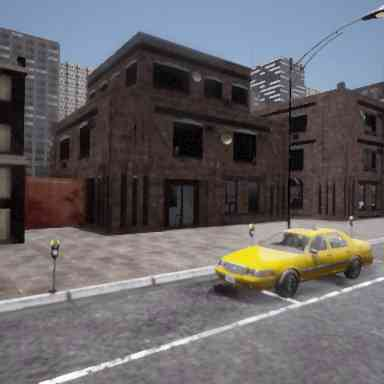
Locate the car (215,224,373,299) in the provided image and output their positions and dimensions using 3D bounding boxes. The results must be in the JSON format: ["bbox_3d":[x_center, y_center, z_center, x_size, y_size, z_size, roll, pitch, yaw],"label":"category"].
[{"bbox_3d":[2.778,1.525,8.484,4.829,1.417,1.752,0,1,-35],"label":"car"}]
